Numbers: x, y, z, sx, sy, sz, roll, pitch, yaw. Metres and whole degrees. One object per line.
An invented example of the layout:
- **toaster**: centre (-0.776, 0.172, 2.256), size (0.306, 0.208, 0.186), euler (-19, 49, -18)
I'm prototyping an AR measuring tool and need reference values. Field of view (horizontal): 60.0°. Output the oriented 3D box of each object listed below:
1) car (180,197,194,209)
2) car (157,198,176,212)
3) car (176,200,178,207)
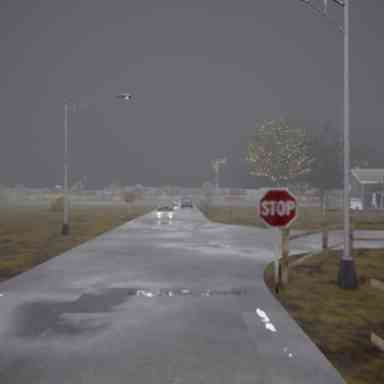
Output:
- **car**: centre (-0.776, 1.935, 52.697), size (1.837, 1.490, 4.892), euler (0, -1, -1)
- **car**: centre (-3.577, 1.846, 45.049), size (1.837, 1.490, 4.892), euler (0, 0, -1)
- **car**: centre (-3.826, 1.930, 62.954), size (2.097, 1.767, 4.553), euler (0, -1, -1)
